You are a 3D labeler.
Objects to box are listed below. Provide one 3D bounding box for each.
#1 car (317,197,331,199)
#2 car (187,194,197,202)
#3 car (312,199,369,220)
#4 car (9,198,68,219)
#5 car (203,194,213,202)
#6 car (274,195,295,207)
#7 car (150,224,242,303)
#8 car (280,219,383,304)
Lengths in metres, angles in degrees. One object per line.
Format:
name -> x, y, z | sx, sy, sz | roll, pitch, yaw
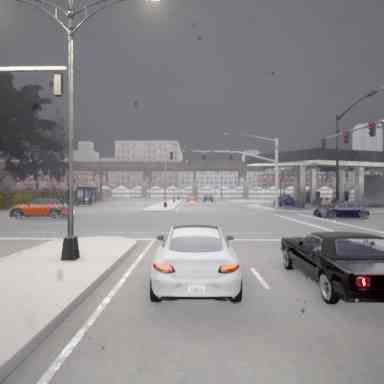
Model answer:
car -> 18.960, 1.416, 48.377 | 1.970, 1.475, 3.806 | 0, 0, 0
car -> 0.006, 1.222, 72.260 | 2.097, 1.767, 4.553 | 0, 0, 0
car -> 12.229, 1.545, 27.339 | 4.181, 1.385, 1.994 | 0, 0, -3
car -> -12.598, 1.279, 27.620 | 4.553, 1.767, 2.097 | 0, 0, 1
car -> 3.506, 1.229, 72.260 | 2.097, 1.767, 4.553 | 0, 0, 0
car -> 13.215, 1.244, 47.615 | 2.242, 1.667, 4.611 | 0, 0, 0
car -> 0.083, 1.513, 8.073 | 1.812, 1.442, 4.674 | 0, 0, 0
car -> 3.588, 1.596, 8.057 | 1.895, 1.301, 4.718 | 0, 0, 0
